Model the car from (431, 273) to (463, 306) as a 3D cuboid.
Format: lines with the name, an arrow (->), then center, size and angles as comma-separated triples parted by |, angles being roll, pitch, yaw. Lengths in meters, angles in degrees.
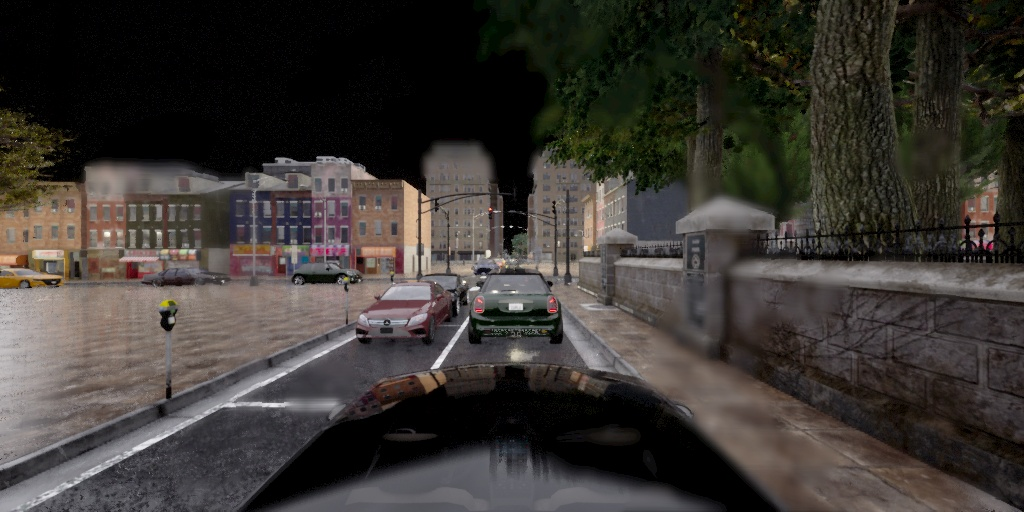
car -> -2.638, 1.315, 13.299 | 1.948, 1.339, 4.313 | 0, 0, 0

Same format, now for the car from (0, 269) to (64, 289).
car -> -35.925, 1.679, 26.138 | 5.008, 1.535, 1.882 | -1, 0, 0

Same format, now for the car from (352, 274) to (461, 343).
car -> -2.638, 1.331, 9.637 | 1.802, 1.307, 4.207 | 0, 0, 0

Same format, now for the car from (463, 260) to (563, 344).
car -> 0.073, 1.101, 9.752 | 2.097, 1.767, 4.553 | 0, 0, 0

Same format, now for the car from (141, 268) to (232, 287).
car -> -23.692, 1.555, 26.166 | 5.357, 1.411, 2.033 | -1, 0, 0

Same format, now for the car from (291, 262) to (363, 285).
car -> -13.391, 1.230, 26.207 | 4.553, 1.767, 2.097 | -1, 0, 0

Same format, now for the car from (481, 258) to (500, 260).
car -> -2.581, 1.094, 36.644 | 2.097, 1.767, 4.553 | 0, 0, 5
